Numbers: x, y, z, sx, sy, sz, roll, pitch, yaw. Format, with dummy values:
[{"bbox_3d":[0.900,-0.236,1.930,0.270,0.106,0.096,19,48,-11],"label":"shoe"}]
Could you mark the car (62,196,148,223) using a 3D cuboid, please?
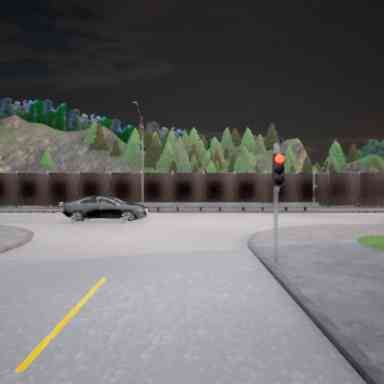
[{"bbox_3d":[-5.104,0.994,19.721,4.902,1.511,2.128,0,1,0],"label":"car"}]
